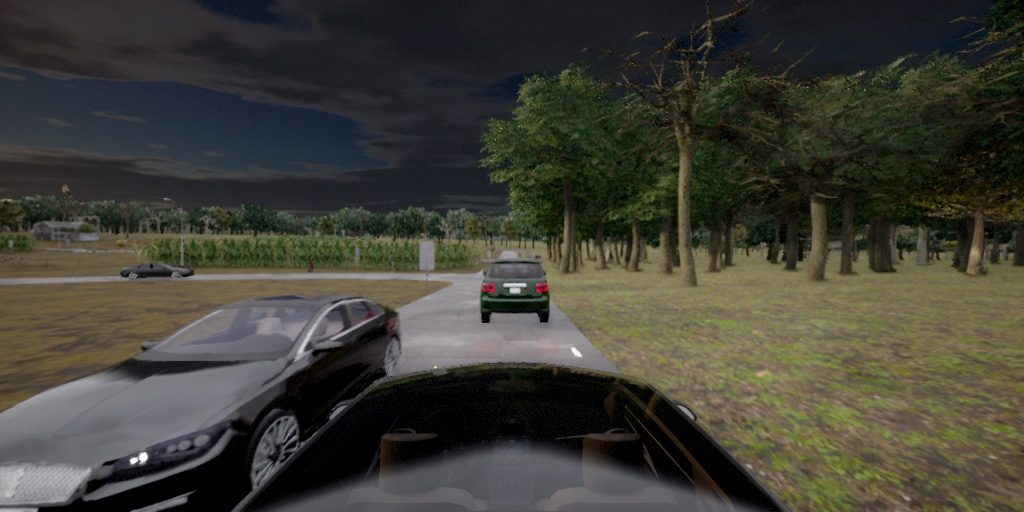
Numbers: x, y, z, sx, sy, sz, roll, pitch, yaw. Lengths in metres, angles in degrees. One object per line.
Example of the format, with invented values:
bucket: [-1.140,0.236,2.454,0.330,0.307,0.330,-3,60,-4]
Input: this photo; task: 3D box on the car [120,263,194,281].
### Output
car: [-32.140,1.386,32.645,4.892,1.490,1.837,0,1,-23]

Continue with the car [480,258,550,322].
car: [0.101,1.091,12.951,2.150,2.045,5.566,0,0,0]

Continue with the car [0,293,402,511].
car: [-2.847,1.272,4.467,2.128,1.511,4.902,0,-1,0]

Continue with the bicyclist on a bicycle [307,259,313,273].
bicyclist on a bicycle: [-23.439,1.203,41.661,0.582,1.620,1.656,1,0,-11]

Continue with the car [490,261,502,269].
car: [-2.787,1.516,63.113,1.895,1.301,4.718,0,1,1]
